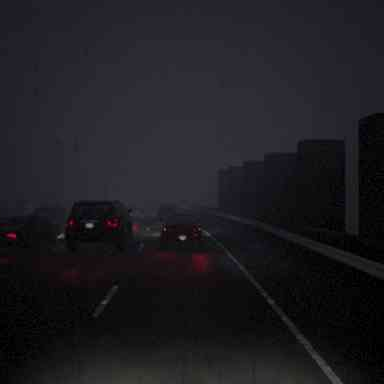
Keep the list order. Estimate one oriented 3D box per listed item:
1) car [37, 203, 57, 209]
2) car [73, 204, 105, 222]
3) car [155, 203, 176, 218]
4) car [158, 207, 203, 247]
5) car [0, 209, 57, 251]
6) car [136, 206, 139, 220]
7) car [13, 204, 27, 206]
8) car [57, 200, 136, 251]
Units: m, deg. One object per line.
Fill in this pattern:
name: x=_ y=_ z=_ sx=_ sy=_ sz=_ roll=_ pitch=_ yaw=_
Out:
car: x=-12.858 y=1.771 z=30.332 sx=1.882 sy=1.535 sz=5.008 roll=0 pitch=0 yaw=-9
car: x=-9.318 y=1.840 z=30.398 sx=2.033 sy=1.411 sz=5.357 roll=0 pitch=-1 yaw=-9
car: x=-2.456 y=1.795 z=31.794 sx=2.128 sy=1.511 sz=4.902 roll=0 pitch=0 yaw=-9
car: x=-0.553 y=1.675 z=15.679 sx=1.812 sy=1.442 sz=4.674 roll=0 pitch=0 yaw=-4
car: x=-7.500 y=1.692 z=14.779 sx=2.033 sy=1.411 sz=5.357 roll=0 pitch=-1 yaw=-4
car: x=-5.881 y=1.898 z=31.062 sx=1.895 sy=1.301 sz=4.718 roll=0 pitch=-1 yaw=-9
car: x=-32.301 y=2.102 z=62.591 sx=1.837 sy=1.490 sz=4.892 roll=0 pitch=-1 yaw=-20
car: x=-4.010 y=1.361 z=15.055 sx=2.150 sy=2.045 sz=5.566 roll=0 pitch=0 yaw=-4
